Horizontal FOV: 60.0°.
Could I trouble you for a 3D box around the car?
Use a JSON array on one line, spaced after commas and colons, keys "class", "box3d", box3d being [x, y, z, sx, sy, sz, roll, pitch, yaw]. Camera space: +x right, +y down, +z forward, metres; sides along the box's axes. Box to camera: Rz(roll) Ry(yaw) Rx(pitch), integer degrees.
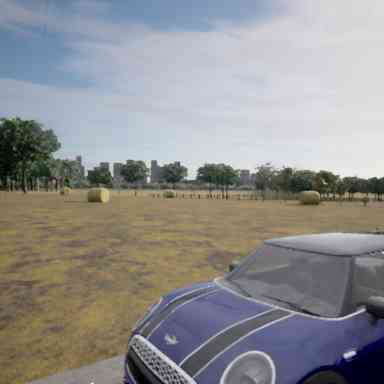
[{"class": "car", "box3d": [1.514, 1.351, 4.068, 4.553, 1.767, 2.097, 0, 0, -34]}]
